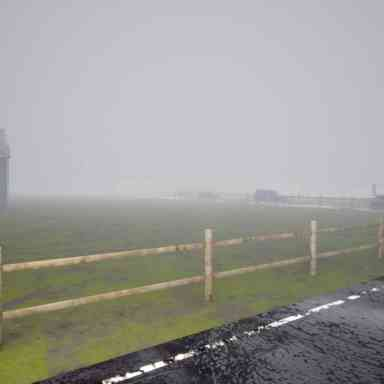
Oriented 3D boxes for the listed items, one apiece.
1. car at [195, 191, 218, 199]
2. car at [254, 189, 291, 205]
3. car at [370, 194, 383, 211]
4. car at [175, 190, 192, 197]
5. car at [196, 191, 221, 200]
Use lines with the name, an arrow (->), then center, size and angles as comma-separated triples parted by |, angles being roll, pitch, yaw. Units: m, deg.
car -> 2.751, 0.597, 65.460 | 1.837, 1.490, 4.892 | 0, 1, -35
car -> 11.323, 0.655, 47.201 | 2.150, 2.045, 5.566 | 0, 1, -35
car -> 20.738, 1.083, 33.715 | 2.097, 1.767, 4.553 | 0, 1, -33
car -> -1.814, 0.362, 71.802 | 1.837, 1.490, 4.892 | 0, 1, -36
car -> 3.151, 0.657, 58.696 | 1.882, 1.535, 5.008 | 0, 1, -35
